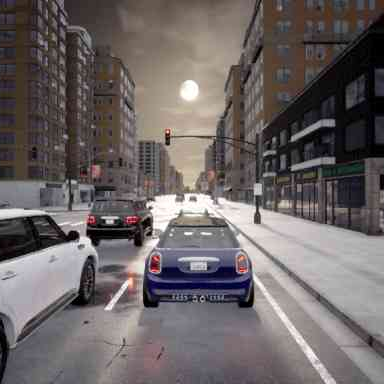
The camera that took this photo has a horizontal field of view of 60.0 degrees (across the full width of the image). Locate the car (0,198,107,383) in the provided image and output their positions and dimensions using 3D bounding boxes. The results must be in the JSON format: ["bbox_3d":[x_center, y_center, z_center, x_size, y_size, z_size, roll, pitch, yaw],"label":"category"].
[{"bbox_3d":[-3.142,1.222,4.933,2.150,2.045,5.566,0,0,1],"label":"car"}]

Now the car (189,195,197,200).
[{"bbox_3d":[0.277,1.496,88.172,1.994,1.385,4.181,0,0,0],"label":"car"}]

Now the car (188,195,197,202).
[{"bbox_3d":[0.246,1.568,78.164,1.812,1.442,4.674,0,0,0],"label":"car"}]

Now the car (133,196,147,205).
[{"bbox_3d":[-9.616,1.555,61.876,1.812,1.442,4.674,0,0,1],"label":"car"}]

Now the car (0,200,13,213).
[{"bbox_3d":[-22.038,1.596,35.999,4.313,1.339,1.947,0,0,0],"label":"car"}]

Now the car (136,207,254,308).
[{"bbox_3d":[0.122,1.353,8.092,2.097,1.767,4.553,0,0,0],"label":"car"}]

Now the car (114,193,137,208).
[{"bbox_3d":[-9.662,1.241,48.624,2.150,2.045,5.566,0,0,2],"label":"car"}]

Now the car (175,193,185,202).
[{"bbox_3d":[-3.006,1.583,77.760,2.033,1.411,5.357,0,0,0],"label":"car"}]

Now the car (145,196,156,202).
[{"bbox_3d":[-9.509,1.633,76.902,1.895,1.301,4.718,0,0,0],"label":"car"}]

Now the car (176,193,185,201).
[{"bbox_3d":[-2.973,1.169,88.212,2.150,2.045,5.566,0,0,0],"label":"car"}]

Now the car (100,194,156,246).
[{"bbox_3d":[-3.105,1.224,15.286,2.150,2.045,5.566,0,0,0],"label":"car"}]

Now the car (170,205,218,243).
[{"bbox_3d":[0.108,1.494,17.160,2.128,1.511,4.902,0,0,1],"label":"car"}]
